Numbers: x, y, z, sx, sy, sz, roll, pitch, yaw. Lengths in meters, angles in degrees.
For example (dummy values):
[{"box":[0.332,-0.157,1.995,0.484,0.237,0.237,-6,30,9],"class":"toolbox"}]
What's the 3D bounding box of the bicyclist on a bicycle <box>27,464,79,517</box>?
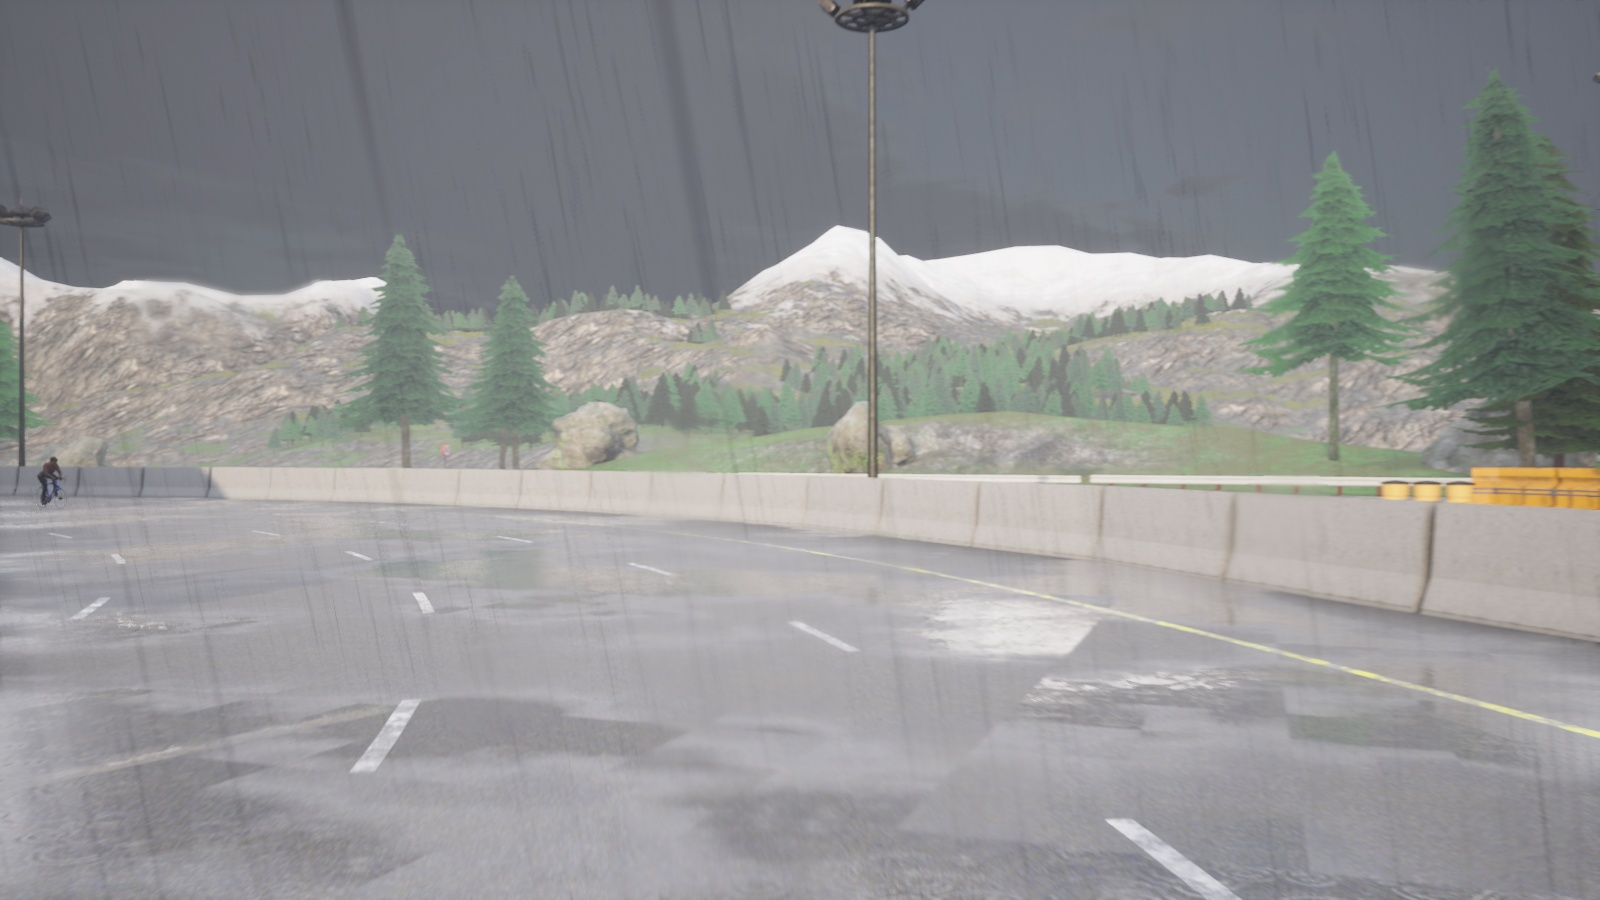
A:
[{"box":[-23.218,1.242,39.036,1.656,1.620,0.582,0,1,29],"class":"bicyclist on a bicycle"}]
